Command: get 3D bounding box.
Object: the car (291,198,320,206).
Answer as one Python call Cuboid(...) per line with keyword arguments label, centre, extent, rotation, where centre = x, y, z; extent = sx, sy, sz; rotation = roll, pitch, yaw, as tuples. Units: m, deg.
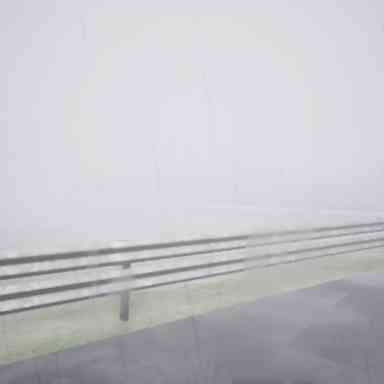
Cuboid(label="car", centre=(16.696, 1.655, 48.973), extent=(4.181, 1.385, 1.994), rotation=(2, -2, 28))
